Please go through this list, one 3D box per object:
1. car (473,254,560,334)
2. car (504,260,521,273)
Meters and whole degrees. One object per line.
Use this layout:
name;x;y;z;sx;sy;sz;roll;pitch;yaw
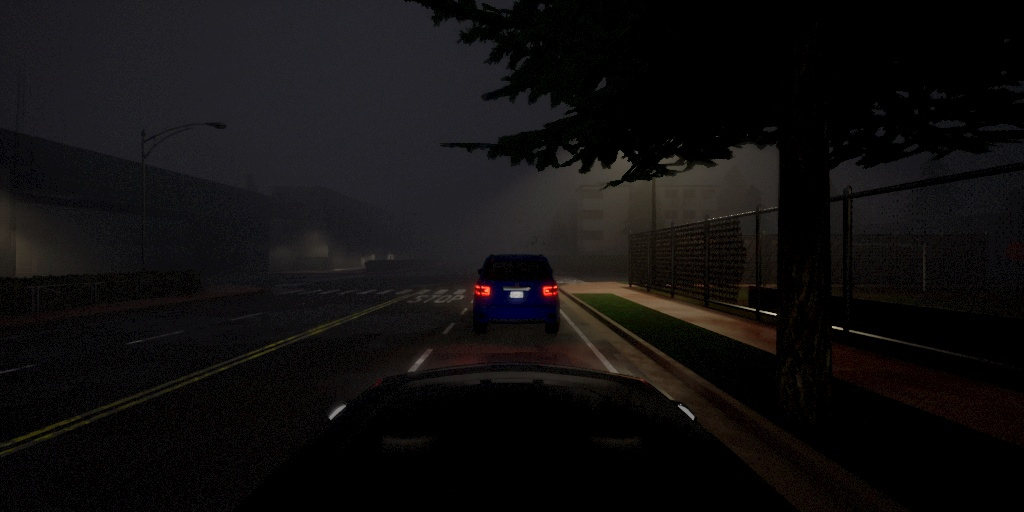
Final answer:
car;0.115;0.971;10.809;2.150;2.045;5.566;0;0;0
car;0.022;1.241;45.675;2.128;1.511;4.902;0;0;0
